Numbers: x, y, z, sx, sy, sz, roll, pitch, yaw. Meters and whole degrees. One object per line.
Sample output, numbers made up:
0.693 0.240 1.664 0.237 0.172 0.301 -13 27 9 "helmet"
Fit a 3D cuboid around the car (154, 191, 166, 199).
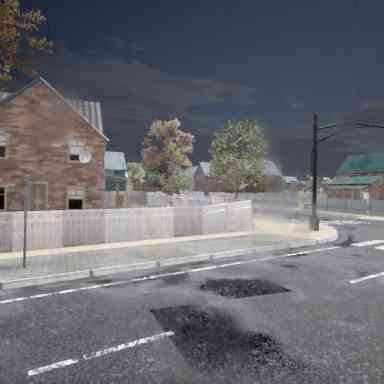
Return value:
-6.196 0.640 61.715 1.812 1.442 4.674 1 1 -20 "car"
